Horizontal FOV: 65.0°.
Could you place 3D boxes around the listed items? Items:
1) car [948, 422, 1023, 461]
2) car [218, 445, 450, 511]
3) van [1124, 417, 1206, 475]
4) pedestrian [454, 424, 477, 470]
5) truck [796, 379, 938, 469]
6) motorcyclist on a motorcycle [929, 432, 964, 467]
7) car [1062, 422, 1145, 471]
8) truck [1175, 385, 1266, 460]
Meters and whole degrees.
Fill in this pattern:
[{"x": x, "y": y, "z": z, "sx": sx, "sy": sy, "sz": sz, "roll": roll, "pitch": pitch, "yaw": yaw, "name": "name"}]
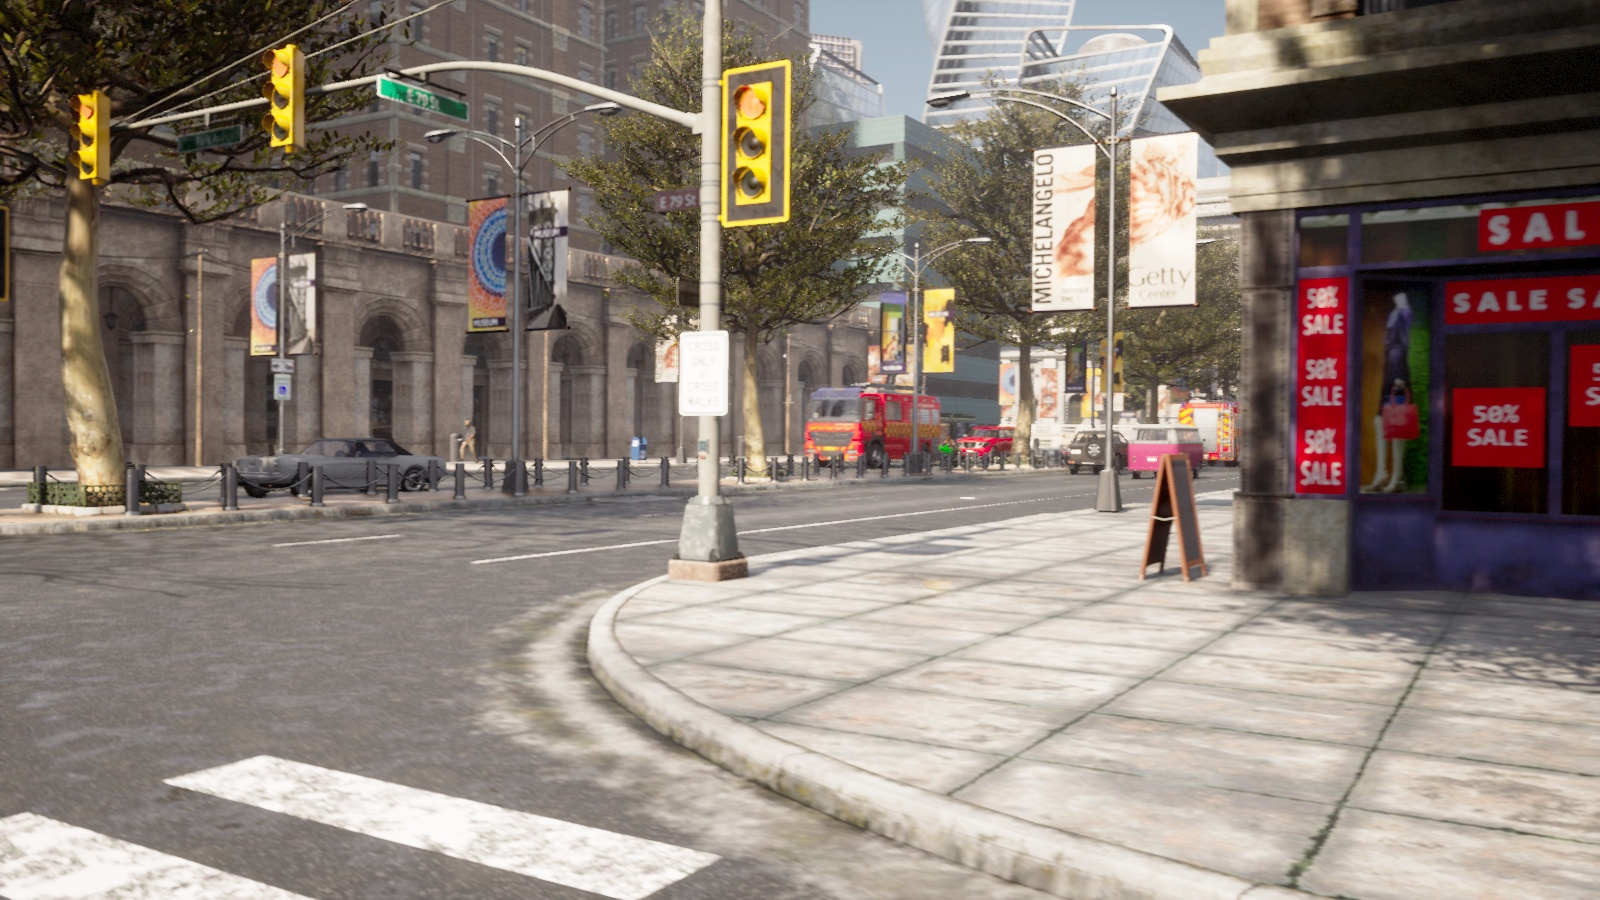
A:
[{"x": 10.348, "y": -0.489, "z": 69.778, "sx": 2.150, "sy": 2.045, "sz": 5.566, "roll": 0, "pitch": 1, "yaw": 31, "name": "car"}, {"x": -10.394, "y": 0.566, "z": 28.363, "sx": 1.895, "sy": 1.301, "sz": 4.718, "roll": 0, "pitch": 1, "yaw": 32, "name": "car"}, {"x": 13.298, "y": -0.181, "z": 45.585, "sx": 1.775, "sy": 1.987, "sz": 4.442, "roll": 0, "pitch": 1, "yaw": 31, "name": "van"}, {"x": -13.308, "y": -0.120, "z": 49.962, "sx": 0.540, "sy": 1.848, "sz": 0.694, "roll": 0, "pitch": 1, "yaw": 31, "name": "pedestrian"}, {"x": 3.241, "y": -1.171, "z": 57.962, "sx": 2.891, "sy": 3.827, "sz": 8.468, "roll": 0, "pitch": 1, "yaw": 31, "name": "truck"}, {"x": 6.634, "y": -0.037, "z": 56.833, "sx": 0.797, "sy": 1.523, "sz": 2.044, "roll": 0, "pitch": 1, "yaw": 31, "name": "motorcyclist on a motorcycle"}, {"x": 12.303, "y": -0.172, "z": 50.718, "sx": 1.932, "sy": 1.855, "sz": 4.605, "roll": 0, "pitch": 1, "yaw": 31, "name": "car"}, {"x": 23.103, "y": -1.460, "z": 68.675, "sx": 2.891, "sy": 3.827, "sz": 8.468, "roll": 0, "pitch": 1, "yaw": 31, "name": "truck"}]
